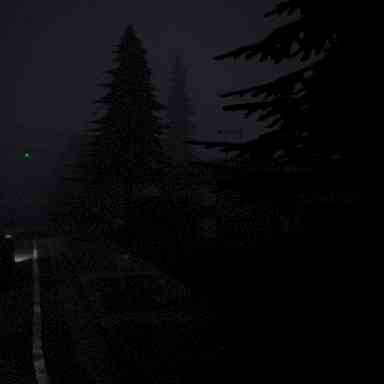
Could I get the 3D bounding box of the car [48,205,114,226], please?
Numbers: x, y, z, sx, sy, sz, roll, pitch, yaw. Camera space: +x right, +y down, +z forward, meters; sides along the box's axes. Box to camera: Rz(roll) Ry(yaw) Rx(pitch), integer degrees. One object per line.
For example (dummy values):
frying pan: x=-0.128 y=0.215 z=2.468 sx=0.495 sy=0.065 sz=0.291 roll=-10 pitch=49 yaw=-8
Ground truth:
car: x=-8.403 y=1.715 z=25.560 sx=5.008 sy=1.535 sz=1.882 roll=1 pitch=-3 yaw=-44

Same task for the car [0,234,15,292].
car: x=-5.758 y=1.624 z=8.610 sx=1.994 sy=1.385 sz=4.181 roll=1 pitch=-1 yaw=-27
